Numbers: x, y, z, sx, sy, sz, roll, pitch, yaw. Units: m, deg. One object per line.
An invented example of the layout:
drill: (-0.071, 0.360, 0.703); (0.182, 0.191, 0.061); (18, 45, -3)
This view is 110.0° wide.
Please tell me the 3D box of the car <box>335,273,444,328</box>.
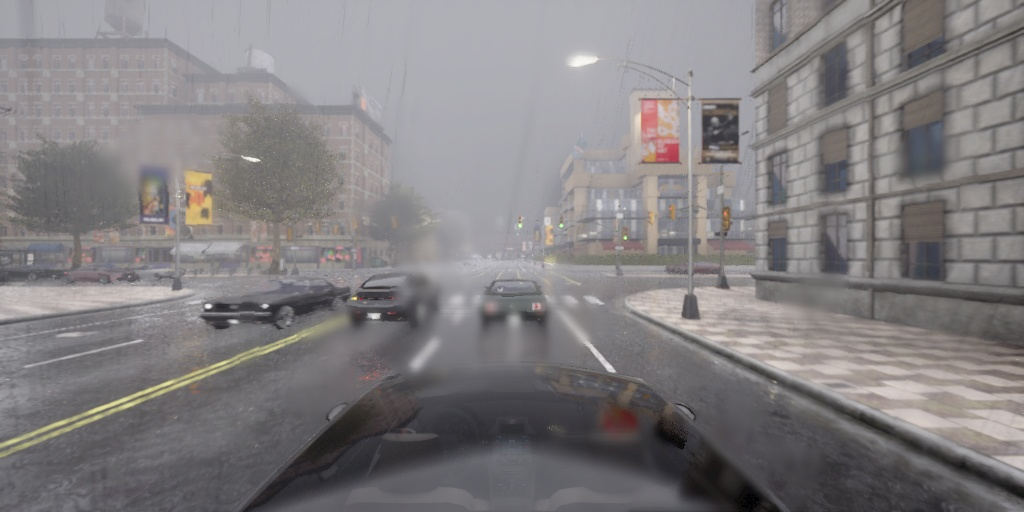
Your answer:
car: (-3.425, 1.258, 11.386); (1.837, 1.490, 4.892); (0, 0, 0)

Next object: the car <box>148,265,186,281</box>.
car: (-30.231, 1.364, 29.906); (4.718, 1.301, 1.895); (0, 0, 0)

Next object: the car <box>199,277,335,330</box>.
car: (-7.018, 1.356, 11.277); (1.895, 1.301, 4.718); (0, 0, 0)

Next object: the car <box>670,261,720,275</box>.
car: (19.697, 1.287, 37.882); (4.674, 1.442, 1.812); (0, 0, 0)

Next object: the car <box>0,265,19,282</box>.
car: (-40.030, 1.326, 26.449); (4.181, 1.385, 1.994); (0, 0, 0)

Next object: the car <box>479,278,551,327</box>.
car: (0.079, 1.354, 11.493); (1.895, 1.301, 4.718); (0, 0, 0)

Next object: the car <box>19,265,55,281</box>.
car: (-40.368, 1.365, 29.952); (4.718, 1.301, 1.895); (0, 0, 0)

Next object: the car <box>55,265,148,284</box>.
car: (-30.114, 1.326, 26.406); (4.181, 1.385, 1.994); (0, 0, 0)

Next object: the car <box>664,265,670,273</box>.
car: (20.070, 1.288, 41.384); (4.674, 1.442, 1.812); (0, 0, 1)

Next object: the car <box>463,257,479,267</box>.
car: (-7.088, 1.181, 60.067); (1.895, 1.301, 4.718); (0, 0, 0)
